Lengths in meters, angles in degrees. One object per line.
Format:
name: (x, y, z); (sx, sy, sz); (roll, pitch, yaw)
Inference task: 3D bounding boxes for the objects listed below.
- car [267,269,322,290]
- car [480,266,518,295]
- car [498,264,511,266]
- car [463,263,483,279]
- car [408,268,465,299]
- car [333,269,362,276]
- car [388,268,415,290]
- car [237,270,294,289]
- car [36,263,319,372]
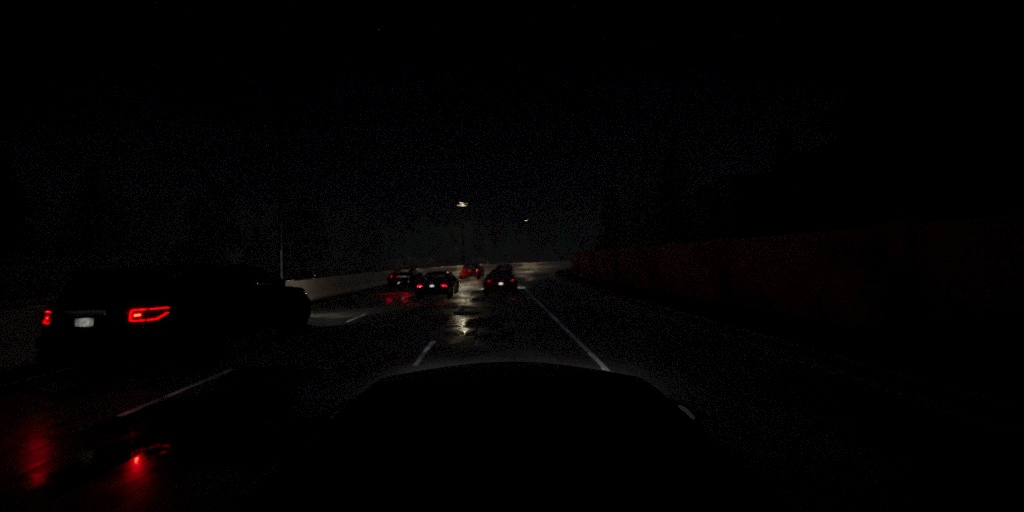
car: (-18.669, 1.978, 31.116); (1.837, 1.490, 4.892); (-1, -1, -1)
car: (-0.706, 1.530, 21.921); (1.994, 1.385, 4.181); (-1, 0, -2)
car: (-0.797, 1.622, 39.993); (1.882, 1.535, 5.008); (-1, 0, 4)
car: (-4.303, 1.574, 39.662); (2.097, 1.767, 4.553); (-1, -1, 3)
car: (-4.143, 1.578, 20.512); (2.033, 1.411, 5.357); (-1, -1, -3)
car: (-15.195, 1.938, 33.267); (1.812, 1.442, 4.674); (-1, -1, 0)
car: (-7.932, 1.676, 27.193); (2.128, 1.511, 4.902); (-1, -1, -2)
car: (-22.183, 2.074, 32.559); (1.837, 1.490, 4.892); (-1, -1, 0)
car: (-7.106, 1.203, 8.537); (2.150, 2.045, 5.566); (-1, -1, -3)
